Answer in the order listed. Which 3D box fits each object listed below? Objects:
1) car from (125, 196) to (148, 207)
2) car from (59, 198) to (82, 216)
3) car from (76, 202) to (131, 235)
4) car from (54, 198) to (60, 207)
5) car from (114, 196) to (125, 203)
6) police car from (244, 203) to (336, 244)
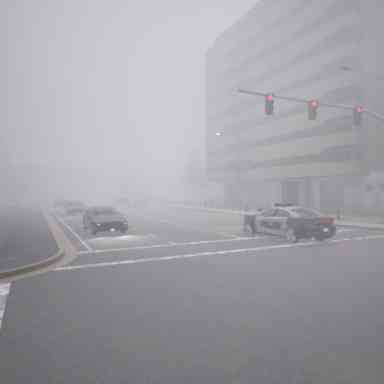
[{"bbox_3d":[-8.163,1.377,50.377,1.882,1.535,5.008,-1,0,-25],"label":"car"},{"bbox_3d":[-11.442,1.541,32.506,2.033,1.411,5.357,-1,0,-25],"label":"car"},{"bbox_3d":[-5.209,1.549,19.420,2.033,1.411,5.357,-1,0,-26],"label":"car"},{"bbox_3d":[-19.826,1.595,50.338,1.895,1.301,4.718,-1,0,-25],"label":"car"},{"bbox_3d":[-12.512,1.372,59.397,1.882,1.535,5.008,-1,0,-25],"label":"car"},{"bbox_3d":[4.338,1.366,15.888,1.930,1.638,5.238,-1,0,-25],"label":"police car"}]
